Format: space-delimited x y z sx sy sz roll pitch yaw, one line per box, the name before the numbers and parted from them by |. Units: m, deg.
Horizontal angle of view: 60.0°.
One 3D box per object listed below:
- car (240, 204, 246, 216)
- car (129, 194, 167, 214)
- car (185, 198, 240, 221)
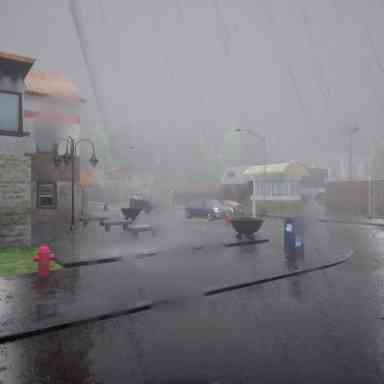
car | 3.109 1.526 31.830 1.812 1.442 4.674 0 0 -35
car | -4.797 1.221 35.787 2.150 2.045 5.566 0 0 -35
car | 1.380 1.352 27.067 2.097 1.767 4.553 0 0 -35
